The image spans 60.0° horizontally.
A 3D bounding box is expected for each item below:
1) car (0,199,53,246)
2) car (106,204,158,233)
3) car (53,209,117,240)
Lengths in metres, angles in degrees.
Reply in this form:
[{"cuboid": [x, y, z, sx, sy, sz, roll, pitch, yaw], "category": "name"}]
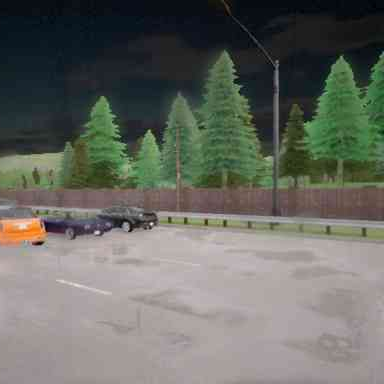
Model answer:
[{"cuboid": [-8.252, 1.363, 14.054, 4.553, 1.767, 2.097, 0, 0, 36], "category": "car"}, {"cuboid": [-4.211, 1.514, 19.771, 4.892, 1.490, 1.837, 0, 0, 36], "category": "car"}, {"cuboid": [-6.268, 1.614, 16.939, 4.718, 1.301, 1.895, 0, 0, 36], "category": "car"}]
